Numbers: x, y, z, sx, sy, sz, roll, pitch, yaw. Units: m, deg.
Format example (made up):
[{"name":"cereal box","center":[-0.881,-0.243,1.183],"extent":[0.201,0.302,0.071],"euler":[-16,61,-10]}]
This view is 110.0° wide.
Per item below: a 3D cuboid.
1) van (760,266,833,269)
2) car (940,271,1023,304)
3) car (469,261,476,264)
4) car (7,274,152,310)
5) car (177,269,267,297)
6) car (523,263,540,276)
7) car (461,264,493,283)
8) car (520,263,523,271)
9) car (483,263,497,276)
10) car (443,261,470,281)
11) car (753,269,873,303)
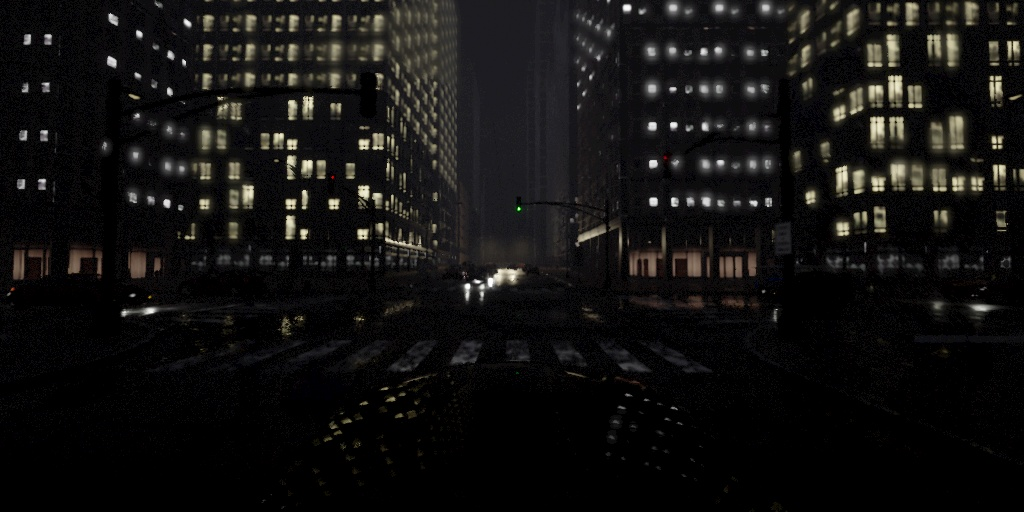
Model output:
[{"name":"van","center":[15.984,1.434,20.332],"extent":[3.998,1.789,1.690],"euler":[0,0,0]},{"name":"car","center":[24.356,1.505,17.743],"extent":[5.008,1.535,1.882],"euler":[0,-2,0]},{"name":"car","center":[-5.682,1.627,46.996],"extent":[2.192,1.841,5.009],"euler":[0,0,0]},{"name":"car","center":[-17.487,1.419,14.644],"extent":[4.181,1.385,1.994],"euler":[0,-2,-1]},{"name":"car","center":[-16.489,1.480,20.413],"extent":[4.097,1.591,1.967],"euler":[0,0,0]},{"name":"car","center":[2.698,1.895,47.056],"extent":[1.802,1.307,4.207],"euler":[0,0,0]},{"name":"car","center":[-3.097,1.683,32.775],"extent":[2.033,1.411,5.357],"euler":[0,-1,0]},{"name":"car","center":[2.701,1.978,58.381],"extent":[1.751,1.417,4.829],"euler":[0,0,0]},{"name":"car","center":[-3.092,1.860,42.683],"extent":[1.895,1.301,4.718],"euler":[0,-1,0]},{"name":"car","center":[-5.684,1.614,35.847],"extent":[1.967,1.591,4.097],"euler":[0,0,0]},{"name":"car","center":[14.876,1.514,17.770],"extent":[4.892,1.490,1.837],"euler":[0,-2,0]}]
